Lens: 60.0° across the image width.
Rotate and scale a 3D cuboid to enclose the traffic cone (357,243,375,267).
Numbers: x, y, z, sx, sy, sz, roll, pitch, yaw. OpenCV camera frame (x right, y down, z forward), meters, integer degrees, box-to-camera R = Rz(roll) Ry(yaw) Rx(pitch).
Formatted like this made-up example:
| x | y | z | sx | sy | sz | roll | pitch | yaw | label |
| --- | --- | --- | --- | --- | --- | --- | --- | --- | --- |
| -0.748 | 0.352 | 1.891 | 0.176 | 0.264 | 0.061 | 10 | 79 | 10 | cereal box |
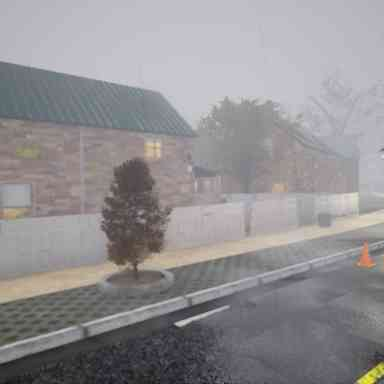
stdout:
| x | y | z | sx | sy | sz | roll | pitch | yaw | label |
| --- | --- | --- | --- | --- | --- | --- | --- | --- | --- |
| 4.712 | 1.681 | 9.007 | 0.340 | 0.580 | 0.340 | -2 | 1 | -38 | traffic cone |
